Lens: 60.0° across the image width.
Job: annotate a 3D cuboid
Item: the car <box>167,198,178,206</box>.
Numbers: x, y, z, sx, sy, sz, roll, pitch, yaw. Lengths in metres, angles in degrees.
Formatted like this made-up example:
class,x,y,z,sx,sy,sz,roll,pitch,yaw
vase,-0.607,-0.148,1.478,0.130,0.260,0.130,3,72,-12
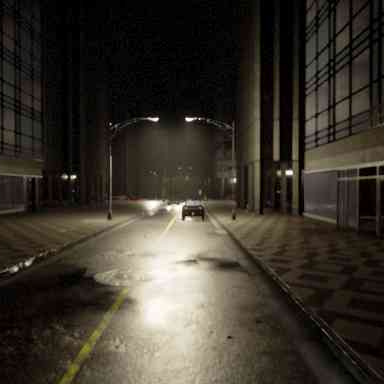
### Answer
class,x,y,z,sx,sy,sz,roll,pitch,yaw
car,-3.067,1.653,55.799,1.895,1.301,4.718,0,0,0

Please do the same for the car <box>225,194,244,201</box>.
class,x,y,z,sx,sy,sz,roll,pitch,yaw
car,12.098,1.492,94.332,5.009,1.841,2.192,0,0,0

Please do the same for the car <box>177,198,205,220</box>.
class,x,y,z,sx,sy,sz,roll,pitch,yaw
car,0.096,1.500,28.375,2.128,1.511,4.902,0,0,0

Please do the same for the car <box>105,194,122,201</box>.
class,x,y,z,sx,sy,sz,roll,pitch,yaw
car,-20.453,1.693,85.710,4.403,1.369,2.008,0,1,0

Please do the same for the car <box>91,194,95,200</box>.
class,x,y,z,sx,sy,sz,roll,pitch,yaw
car,-25.977,1.434,85.690,5.009,1.841,2.192,0,1,0

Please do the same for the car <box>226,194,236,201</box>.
class,x,y,z,sx,sy,sz,roll,pitch,yaw
car,12.114,1.604,85.807,5.009,1.841,2.192,0,0,0

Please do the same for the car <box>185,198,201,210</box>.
class,x,y,z,sx,sy,sz,roll,pitch,yaw
car,0.093,1.577,44.930,2.033,1.411,5.357,0,0,0

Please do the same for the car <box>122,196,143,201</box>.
class,x,y,z,sx,sy,sz,roll,pitch,yaw
car,-14.927,1.710,85.727,4.507,1.381,1.887,0,0,0
